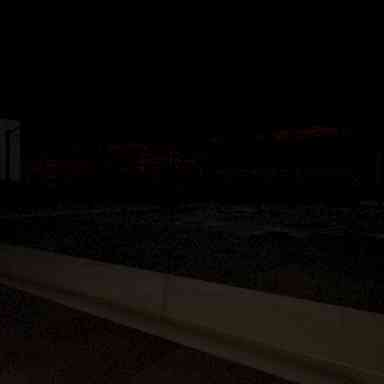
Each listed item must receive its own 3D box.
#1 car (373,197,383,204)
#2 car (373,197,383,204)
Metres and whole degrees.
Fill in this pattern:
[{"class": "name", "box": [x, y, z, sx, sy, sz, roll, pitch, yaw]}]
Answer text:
[{"class": "car", "box": [37.539, 1.738, 65.319, 2.038, 1.542, 4.974, 1, 1, 6]}, {"class": "car", "box": [37.546, 1.580, 65.369, 1.853, 1.218, 4.536, 1, 1, 6]}]
